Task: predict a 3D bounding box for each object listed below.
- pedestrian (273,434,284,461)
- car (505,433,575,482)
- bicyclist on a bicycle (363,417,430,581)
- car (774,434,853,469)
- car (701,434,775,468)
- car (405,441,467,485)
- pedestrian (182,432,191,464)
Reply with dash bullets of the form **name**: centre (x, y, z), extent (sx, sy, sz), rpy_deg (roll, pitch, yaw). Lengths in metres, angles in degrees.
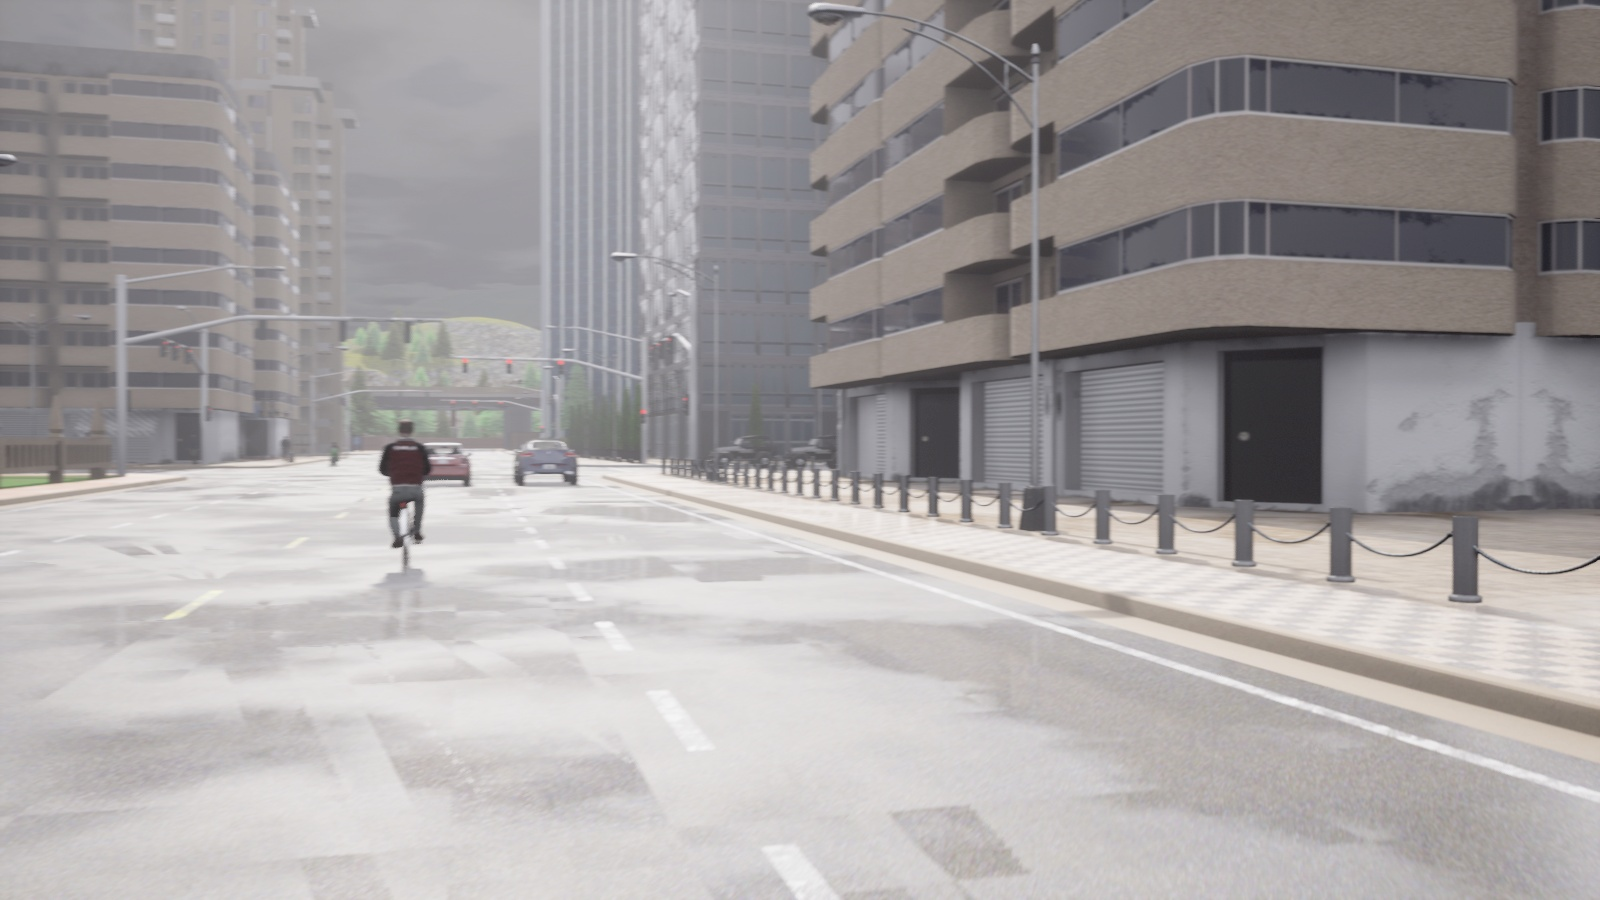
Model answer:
- **pedestrian**: centre (-36.029, -0.189, 86.749), extent (0.563, 1.883, 0.849), rpy_deg (0, 0, -15)
- **car**: centre (-9.419, 0.239, 45.232), extent (2.152, 1.651, 5.027), rpy_deg (0, 0, -15)
- **bicyclist on a bicycle**: centre (-4.670, 0.521, 14.597), extent (0.659, 1.776, 1.843), rpy_deg (0, 1, -15)
- **car**: centre (0.723, 0.093, 68.148), extent (3.866, 1.878, 1.905), rpy_deg (0, 0, -15)
- **car**: centre (-3.491, 0.068, 70.644), extent (3.866, 1.878, 1.905), rpy_deg (0, 0, -15)
- **car**: centre (-12.645, 0.427, 43.760), extent (1.970, 1.475, 3.806), rpy_deg (0, 0, -15)
- **pedestrian**: centre (-34.889, -0.105, 71.433), extent (0.402, 1.842, 0.726), rpy_deg (0, 0, -20)
